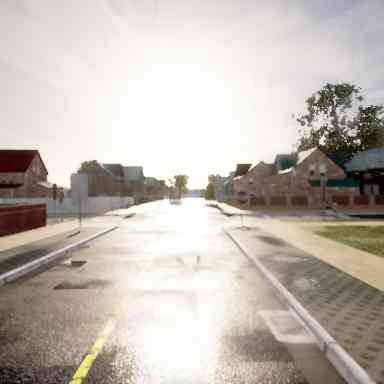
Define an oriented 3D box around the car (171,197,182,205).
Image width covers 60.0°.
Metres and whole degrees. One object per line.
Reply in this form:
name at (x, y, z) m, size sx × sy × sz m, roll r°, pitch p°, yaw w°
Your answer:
car at (-2.741, 1.664, 59.547) m, size 1.812 × 1.442 × 4.674 m, roll 0°, pitch 1°, yaw 0°
